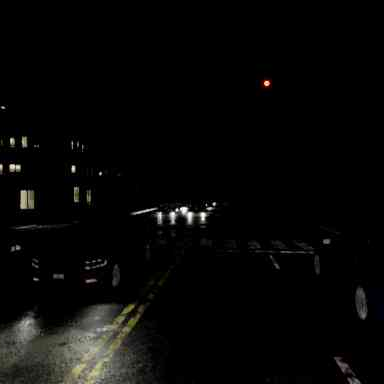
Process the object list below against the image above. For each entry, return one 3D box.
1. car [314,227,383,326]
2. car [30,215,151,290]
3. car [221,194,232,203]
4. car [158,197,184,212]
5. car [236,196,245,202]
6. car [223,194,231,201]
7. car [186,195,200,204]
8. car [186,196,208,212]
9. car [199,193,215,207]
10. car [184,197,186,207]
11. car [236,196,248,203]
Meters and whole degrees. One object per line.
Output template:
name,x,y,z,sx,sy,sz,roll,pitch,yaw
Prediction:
car,3.983,1.476,6.969,1.882,1.535,5.008,0,0,7
car,-2.505,1.476,9.371,1.882,1.535,5.008,0,0,6
car,7.170,1.480,68.924,1.837,1.490,4.892,0,0,6
car,-2.567,1.514,39.605,1.812,1.442,4.674,0,0,8
car,11.503,1.564,78.975,1.895,1.301,4.718,0,0,6
car,8.268,1.279,79.284,1.882,1.535,5.008,0,0,6
car,0.181,1.469,65.016,2.128,1.511,4.902,0,0,7
car,0.655,1.514,39.229,1.812,1.442,4.674,0,0,4
car,1.961,1.195,51.465,2.150,2.045,5.566,0,1,6
car,-1.460,1.473,50.048,2.128,1.511,4.902,0,0,6
car,10.484,1.522,68.414,2.033,1.411,5.357,0,0,6
